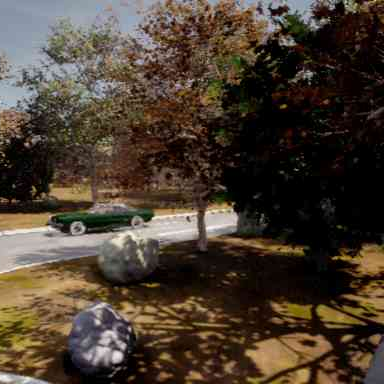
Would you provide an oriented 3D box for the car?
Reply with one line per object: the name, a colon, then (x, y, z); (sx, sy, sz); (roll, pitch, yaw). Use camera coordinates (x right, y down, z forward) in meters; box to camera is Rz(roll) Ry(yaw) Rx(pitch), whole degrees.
car: (-4.291, 1.209, 16.013); (4.718, 1.301, 1.895); (-3, 2, -38)
